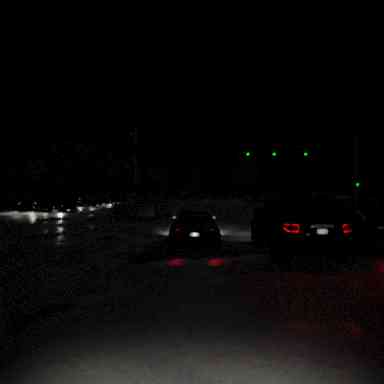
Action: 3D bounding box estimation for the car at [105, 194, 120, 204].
[{"bbox_3d":[-13.998,1.091,55.547,2.097,1.767,4.553,0,0,0],"label":"car"}]

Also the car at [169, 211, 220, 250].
[{"bbox_3d":[0.101,1.502,14.034,1.994,1.385,4.181,0,0,0],"label":"car"}]

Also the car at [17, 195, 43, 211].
[{"bbox_3d":[-17.584,1.177,37.310,2.097,1.767,4.553,0,0,0],"label":"car"}]

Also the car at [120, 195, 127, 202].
[{"bbox_3d":[-14.052,1.242,64.812,2.033,1.411,5.357,0,0,0],"label":"car"}]

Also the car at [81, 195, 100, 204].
[{"bbox_3d":[-17.498,1.256,57.330,1.812,1.442,4.674,0,0,0],"label":"car"}]

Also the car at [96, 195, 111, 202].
[{"bbox_3d":[-17.575,1.286,66.197,1.895,1.301,4.718,0,0,-3],"label":"car"}]

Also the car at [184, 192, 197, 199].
[{"bbox_3d":[-1.191,1.042,90.616,1.882,1.535,5.008,0,0,-22],"label":"car"}]

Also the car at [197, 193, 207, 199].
[{"bbox_3d":[1.824,1.111,92.572,1.994,1.385,4.181,0,0,-22],"label":"car"}]

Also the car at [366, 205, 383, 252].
[{"bbox_3d":[7.102,1.434,13.654,2.128,1.511,4.902,0,0,0],"label":"car"}]

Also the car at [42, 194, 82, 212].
[{"bbox_3d":[-14.083,1.334,36.330,1.837,1.490,4.892,0,0,0],"label":"car"}]

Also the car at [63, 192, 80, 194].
[{"bbox_3d":[-17.517,0.997,47.806,2.150,2.045,5.566,0,0,0],"label":"car"}]

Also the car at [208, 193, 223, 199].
[{"bbox_3d":[6.765,1.081,88.664,1.837,1.490,4.892,0,0,-18],"label":"car"}]

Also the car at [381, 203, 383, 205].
[{"bbox_3d":[10.601,1.278,17.148,2.097,1.767,4.553,0,0,0],"label":"car"}]

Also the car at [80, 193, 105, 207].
[{"bbox_3d":[-14.035,1.307,46.591,1.812,1.442,4.674,0,0,0],"label":"car"}]

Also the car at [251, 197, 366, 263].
[{"bbox_3d":[3.602,1.170,11.859,2.150,2.045,5.566,0,0,0],"label":"car"}]

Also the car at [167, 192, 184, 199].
[{"bbox_3d":[-4.407,1.073,89.235,1.837,1.490,4.892,0,0,-22],"label":"car"}]
